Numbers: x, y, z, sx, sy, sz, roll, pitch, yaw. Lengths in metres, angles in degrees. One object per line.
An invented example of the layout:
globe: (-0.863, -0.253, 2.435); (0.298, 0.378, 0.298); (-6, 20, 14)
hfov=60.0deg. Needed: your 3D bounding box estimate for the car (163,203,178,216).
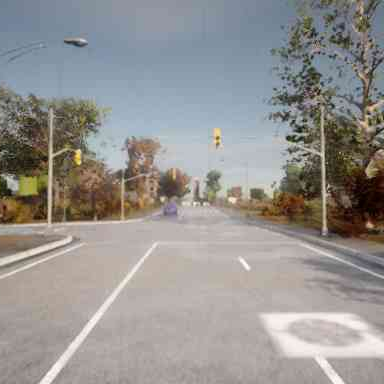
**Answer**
car: (-3.465, 2.815, 54.913); (2.150, 2.045, 5.566); (0, 0, 0)
